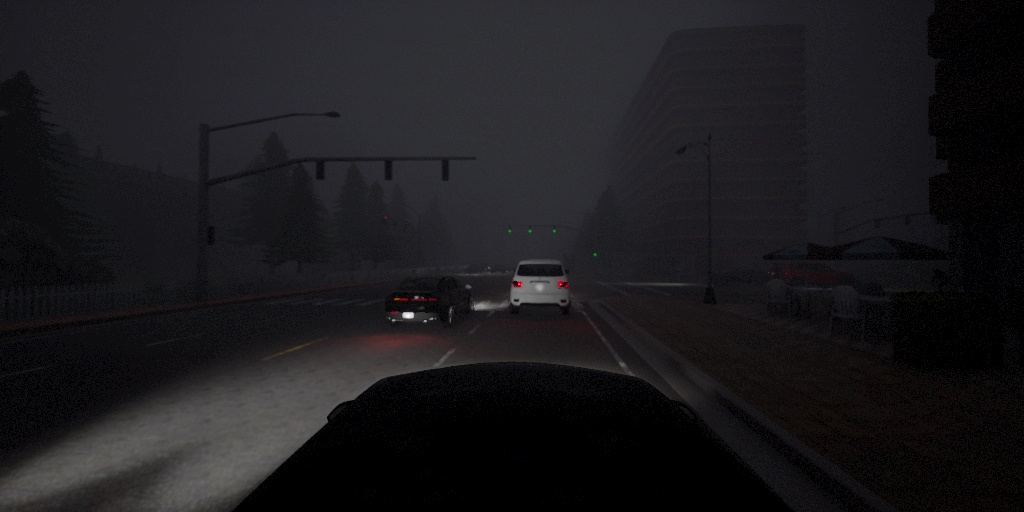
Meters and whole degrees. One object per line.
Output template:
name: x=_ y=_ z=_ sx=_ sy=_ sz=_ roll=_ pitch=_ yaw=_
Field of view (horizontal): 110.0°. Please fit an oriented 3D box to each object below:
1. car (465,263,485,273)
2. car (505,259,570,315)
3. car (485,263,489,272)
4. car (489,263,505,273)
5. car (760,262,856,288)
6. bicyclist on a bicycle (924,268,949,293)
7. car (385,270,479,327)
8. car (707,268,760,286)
car: x=-5.829 y=1.943 z=54.617 sx=1.812 sy=1.442 sz=4.674 roll=0 pitch=-1 yaw=5
car: x=1.200 y=1.153 z=14.870 sx=2.150 sy=2.045 sz=5.566 roll=0 pitch=0 yaw=5
car: x=-4.923 y=2.049 z=63.830 sx=1.837 sy=1.490 sz=4.892 roll=0 pitch=-1 yaw=6
car: x=-2.080 y=1.995 z=57.068 sx=1.812 sy=1.442 sz=4.674 roll=0 pitch=-1 yaw=6
car: x=22.865 y=1.484 z=27.545 sx=5.566 sy=2.045 sz=2.150 roll=0 pitch=-1 yaw=5
bicyclist on a bicycle: x=20.282 y=1.412 z=16.978 sx=0.582 sy=1.620 sz=1.656 roll=0 pitch=-1 yaw=5
car: x=-2.580 y=1.379 z=12.114 sx=1.837 sy=1.490 sz=4.892 roll=0 pitch=-1 yaw=5
car: x=19.866 y=1.793 z=31.537 sx=4.902 sy=1.511 sz=2.128 roll=0 pitch=-1 yaw=5
